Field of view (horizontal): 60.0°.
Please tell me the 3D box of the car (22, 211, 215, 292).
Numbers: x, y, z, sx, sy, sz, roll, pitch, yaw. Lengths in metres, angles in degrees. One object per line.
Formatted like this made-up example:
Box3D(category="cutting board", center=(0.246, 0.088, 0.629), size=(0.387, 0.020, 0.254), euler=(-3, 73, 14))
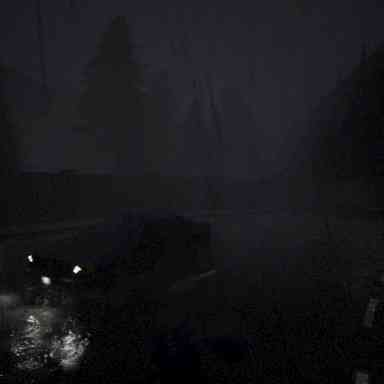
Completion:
Box3D(category="car", center=(-1.317, 1.224, 8.464), size=(2.033, 1.411, 5.357), euler=(2, 2, 32))
